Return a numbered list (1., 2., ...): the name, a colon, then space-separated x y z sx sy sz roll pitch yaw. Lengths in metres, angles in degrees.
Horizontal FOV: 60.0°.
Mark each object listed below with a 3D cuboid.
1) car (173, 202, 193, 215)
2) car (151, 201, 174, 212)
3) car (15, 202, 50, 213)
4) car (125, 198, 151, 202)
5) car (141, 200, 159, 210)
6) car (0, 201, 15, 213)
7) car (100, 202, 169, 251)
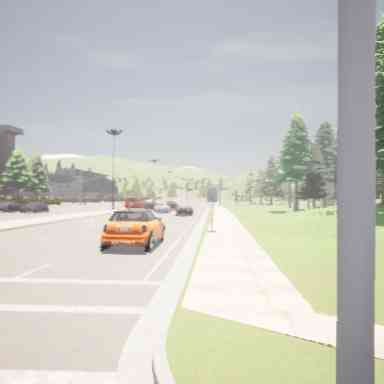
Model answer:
1. car: -0.864 2.180 41.265 1.895 1.301 4.718 1 -1 4
2. car: -4.113 2.133 46.079 1.812 1.442 4.674 1 -1 4
3. car: -19.564 1.922 41.491 1.994 1.385 4.181 1 -1 4
4. car: -7.666 1.777 45.431 2.150 2.045 5.566 1 -1 5
5. car: -7.035 2.206 56.110 2.128 1.511 4.902 1 -1 4
6. car: -23.047 1.868 41.855 2.033 1.411 5.357 1 -1 4
7. car: -2.539 1.543 15.253 2.097 1.767 4.553 1 -1 4
